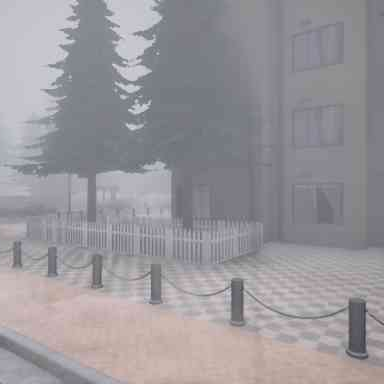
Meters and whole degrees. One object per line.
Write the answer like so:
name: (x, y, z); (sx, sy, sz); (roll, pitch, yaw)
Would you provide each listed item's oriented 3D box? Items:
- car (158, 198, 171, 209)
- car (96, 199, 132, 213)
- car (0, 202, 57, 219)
car: (-2.478, 1.510, 44.447); (1.812, 1.442, 4.674); (0, 0, 37)
car: (-8.716, 1.476, 36.217); (2.128, 1.511, 4.902); (0, 0, 37)
car: (-14.342, 1.585, 28.769); (1.895, 1.301, 4.718); (0, 0, 37)
